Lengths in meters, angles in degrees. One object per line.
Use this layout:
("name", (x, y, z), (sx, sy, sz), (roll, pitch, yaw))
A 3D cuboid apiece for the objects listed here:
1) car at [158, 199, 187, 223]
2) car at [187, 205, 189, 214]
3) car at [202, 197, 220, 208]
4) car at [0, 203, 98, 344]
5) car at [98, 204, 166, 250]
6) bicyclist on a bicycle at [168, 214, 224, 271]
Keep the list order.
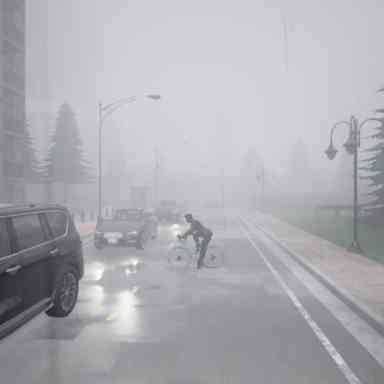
("car", (-1.818, 1.352, 25.473), (2.097, 1.767, 4.553), (0, 0, 4))
("car", (-1.393, 1.602, 32.046), (1.895, 1.301, 4.718), (0, 0, 5))
("car", (2.667, 1.498, 46.574), (2.128, 1.511, 4.902), (0, 0, -8))
("car", (-3.391, 1.223, 4.576), (2.150, 2.045, 5.566), (0, 0, 4))
("car", (-2.686, 1.492, 14.429), (2.128, 1.511, 4.902), (0, 0, 4))
("bicyclist on a bicycle", (0.094, 1.450, 9.643), (1.656, 1.620, 0.582), (-2, 0, 4))
